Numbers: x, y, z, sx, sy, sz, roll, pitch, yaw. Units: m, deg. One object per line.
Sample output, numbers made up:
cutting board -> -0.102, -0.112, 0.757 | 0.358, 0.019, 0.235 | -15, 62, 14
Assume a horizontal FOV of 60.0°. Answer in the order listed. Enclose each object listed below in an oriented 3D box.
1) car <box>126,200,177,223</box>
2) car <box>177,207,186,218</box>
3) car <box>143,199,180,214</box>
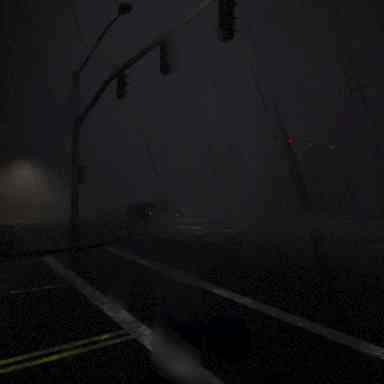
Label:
car -> -3.605, 1.579, 26.376 | 2.128, 1.511, 4.902 | 0, 0, -35
car -> -2.737, 1.660, 31.222 | 2.033, 1.411, 5.357 | 0, 0, -35
car -> -3.662, 1.630, 38.912 | 2.128, 1.511, 4.902 | 1, 0, -35
